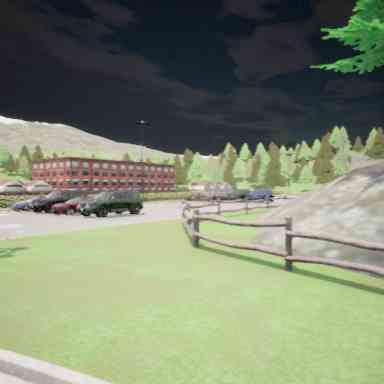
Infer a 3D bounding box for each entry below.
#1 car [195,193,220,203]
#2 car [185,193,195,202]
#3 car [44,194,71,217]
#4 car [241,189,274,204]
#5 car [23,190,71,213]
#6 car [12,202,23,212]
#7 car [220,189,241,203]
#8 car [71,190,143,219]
[{"bbox_3d":[3.009,0.854,50.281,1.812,1.442,4.674,0,1,38],"label":"car"},{"bbox_3d":[0.742,0.868,53.065,1.994,1.385,4.181,0,1,38],"label":"car"},{"bbox_3d":[-9.419,1.154,28.181,1.882,1.535,5.008,0,1,37],"label":"car"},{"bbox_3d":[9.727,0.554,47.521,2.150,2.045,5.566,0,1,38],"label":"car"},{"bbox_3d":[-11.967,0.881,30.614,2.150,2.045,5.566,0,1,37],"label":"car"},{"bbox_3d":[-14.991,1.174,32.411,1.812,1.442,4.674,0,1,37],"label":"car"},{"bbox_3d":[6.951,0.540,49.654,2.150,2.045,5.566,0,1,38],"label":"car"},{"bbox_3d":[-6.353,0.908,26.433,2.150,2.045,5.566,0,1,37],"label":"car"}]
